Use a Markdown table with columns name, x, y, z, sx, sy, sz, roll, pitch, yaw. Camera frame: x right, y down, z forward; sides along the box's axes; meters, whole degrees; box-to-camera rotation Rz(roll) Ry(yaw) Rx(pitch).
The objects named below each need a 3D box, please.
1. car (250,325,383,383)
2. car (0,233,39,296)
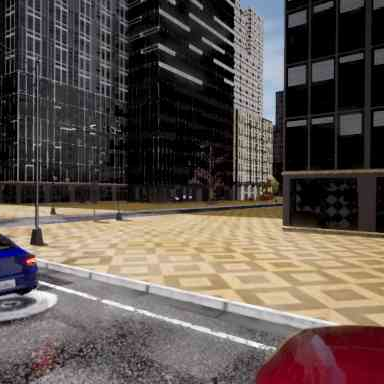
| name | x | y | z | sx | sy | sz | roll | pitch | yaw |
| --- | --- | --- | --- | --- | --- | --- | --- | --- | --- |
| car | 2.367 | 1.564 | 1.988 | 4.181 | 1.385 | 1.994 | 0 | 0 | 35 |
| car | -5.236 | 1.522 | 7.415 | 4.674 | 1.442 | 1.812 | 0 | 0 | 36 |
